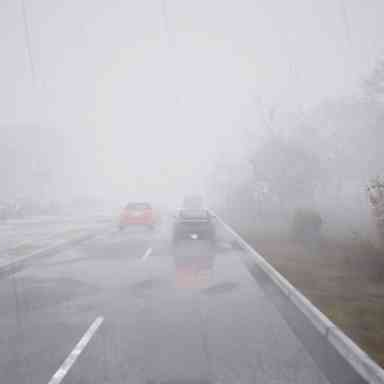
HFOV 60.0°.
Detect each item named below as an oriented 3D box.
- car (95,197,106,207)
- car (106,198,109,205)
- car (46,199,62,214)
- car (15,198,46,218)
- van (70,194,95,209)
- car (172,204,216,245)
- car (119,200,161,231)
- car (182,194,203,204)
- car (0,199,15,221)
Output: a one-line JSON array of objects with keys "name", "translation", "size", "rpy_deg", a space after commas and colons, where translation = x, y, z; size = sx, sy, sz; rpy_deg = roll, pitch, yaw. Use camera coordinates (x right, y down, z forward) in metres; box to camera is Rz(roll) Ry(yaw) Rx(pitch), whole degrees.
[{"name": "car", "translation": [-15.589, 1.540, 52.174], "size": [2.163, 1.488, 4.792], "rpy_deg": [0, 0, 0]}, {"name": "car", "translation": [-15.622, 1.557, 57.670], "size": [2.002, 1.452, 4.674], "rpy_deg": [-2, 0, 0]}, {"name": "car", "translation": [-15.540, 1.531, 35.631], "size": [2.002, 1.452, 4.674], "rpy_deg": [0, 0, 0]}, {"name": "car", "translation": [-15.523, 1.359, 30.010], "size": [2.185, 1.767, 4.553], "rpy_deg": [0, 0, 0]}, {"name": "van", "translation": [-15.572, 1.278, 46.563], "size": [1.878, 1.987, 4.442], "rpy_deg": [0, 0, 0]}, {"name": "car", "translation": [0.094, 1.520, 15.707], "size": [1.837, 1.490, 4.892], "rpy_deg": [0, 0, 0]}, {"name": "car", "translation": [-3.160, 1.372, 21.060], "size": [2.097, 1.767, 4.553], "rpy_deg": [0, 0, 0]}, {"name": "car", "translation": [0.085, 1.259, 38.793], "size": [2.150, 2.045, 5.566], "rpy_deg": [0, 0, 0]}, {"name": "car", "translation": [-15.508, 1.352, 24.485], "size": [2.185, 1.767, 4.553], "rpy_deg": [0, 0, 0]}]
